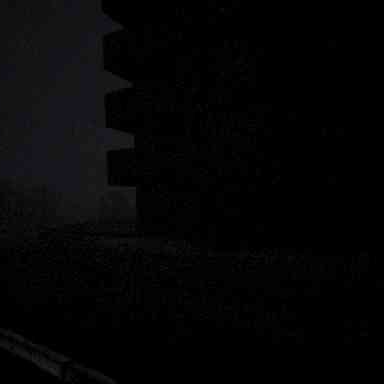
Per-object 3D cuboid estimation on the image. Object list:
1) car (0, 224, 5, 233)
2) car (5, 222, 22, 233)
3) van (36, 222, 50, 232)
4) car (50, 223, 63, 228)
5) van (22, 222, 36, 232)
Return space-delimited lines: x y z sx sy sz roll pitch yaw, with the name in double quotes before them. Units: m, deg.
"car" -34.557 6.143 55.657 4.674 1.452 2.002 -1 -7 6
"car" -33.414 6.402 58.381 5.366 1.575 1.946 -1 -6 6
"van" -30.464 6.770 63.788 4.442 1.987 1.878 -1 -7 6
"car" -29.245 7.294 66.465 4.892 1.521 2.231 -2 -6 6
"van" -31.789 6.471 61.082 4.442 1.987 1.878 -2 -7 6
